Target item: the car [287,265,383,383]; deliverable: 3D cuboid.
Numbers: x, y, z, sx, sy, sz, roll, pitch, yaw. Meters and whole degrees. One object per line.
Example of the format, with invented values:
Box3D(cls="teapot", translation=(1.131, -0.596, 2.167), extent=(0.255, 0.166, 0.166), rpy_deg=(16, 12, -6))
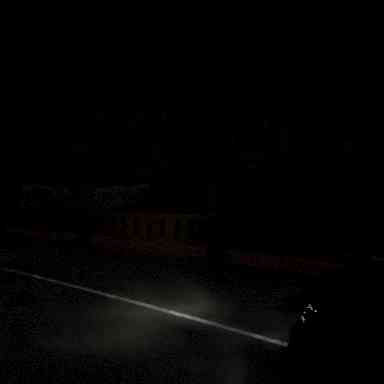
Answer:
Box3D(cls="car", translation=(3.656, 1.272, 2.609), extent=(5.566, 2.045, 2.150), rpy_deg=(0, -1, 39))
